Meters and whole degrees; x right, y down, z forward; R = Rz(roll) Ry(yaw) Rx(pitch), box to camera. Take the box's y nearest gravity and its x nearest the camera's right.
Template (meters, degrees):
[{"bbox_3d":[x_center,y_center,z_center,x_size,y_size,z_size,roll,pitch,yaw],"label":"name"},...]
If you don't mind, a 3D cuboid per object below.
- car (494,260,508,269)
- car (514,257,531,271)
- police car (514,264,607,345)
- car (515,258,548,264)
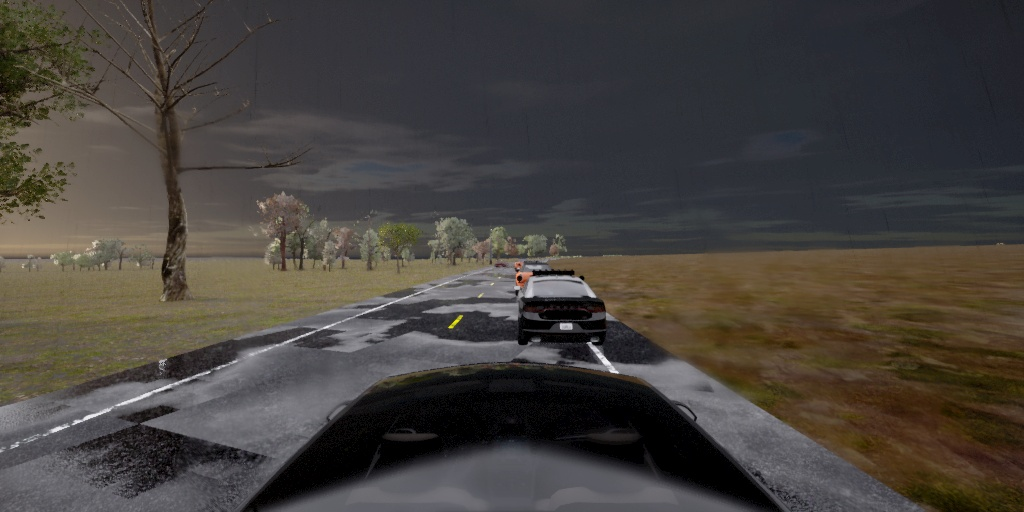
[{"bbox_3d":[-1.667,1.338,56.318,1.895,1.301,4.718,0,0,4],"label":"car"},{"bbox_3d":[1.530,1.092,50.749,2.097,1.767,4.553,0,0,4],"label":"car"},{"bbox_3d":[1.088,1.175,9.609,1.930,1.638,5.238,0,0,1],"label":"police car"},{"bbox_3d":[1.244,1.101,19.434,2.097,1.767,4.553,0,0,1],"label":"car"}]
